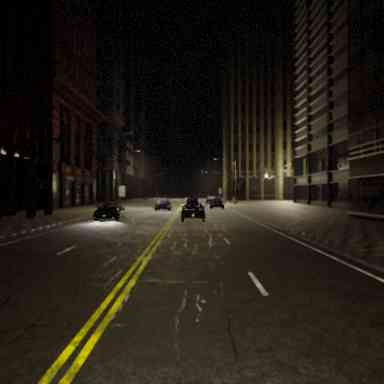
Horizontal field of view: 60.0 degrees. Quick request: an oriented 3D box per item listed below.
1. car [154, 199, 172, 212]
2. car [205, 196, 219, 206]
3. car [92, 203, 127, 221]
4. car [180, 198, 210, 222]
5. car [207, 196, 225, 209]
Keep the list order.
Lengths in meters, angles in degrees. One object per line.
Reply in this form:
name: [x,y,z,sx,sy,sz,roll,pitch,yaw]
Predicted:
car: [-3.359,1.559,39.577,2.033,1.411,5.357,0,0,0]
car: [3.233,1.462,54.903,2.128,1.511,4.902,0,0,0]
car: [-6.608,1.590,26.973,1.994,1.385,4.181,0,0,0]
car: [0.092,1.519,27.036,2.128,1.511,4.902,0,0,0]
car: [3.336,1.546,45.016,2.033,1.411,5.357,0,0,0]
